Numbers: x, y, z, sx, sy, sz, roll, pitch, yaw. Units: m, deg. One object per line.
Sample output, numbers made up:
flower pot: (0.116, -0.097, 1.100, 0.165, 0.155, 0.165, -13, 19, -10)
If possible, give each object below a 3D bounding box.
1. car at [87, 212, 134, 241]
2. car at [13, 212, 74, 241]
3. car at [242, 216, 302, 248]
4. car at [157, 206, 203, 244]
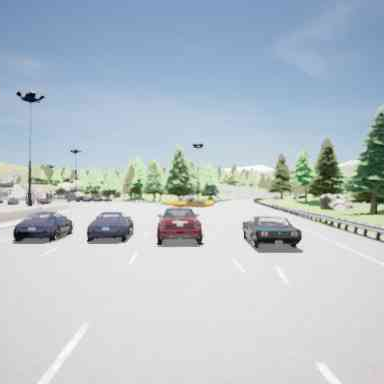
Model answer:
car: (-4.279, 1.750, 17.896, 1.994, 1.385, 4.181, 0, -1, -5)
car: (-7.782, 1.752, 17.799, 1.994, 1.385, 4.181, 0, -1, -5)
car: (3.541, 1.759, 15.646, 1.895, 1.301, 4.718, 0, -1, 1)
car: (-0.700, 1.526, 17.017, 2.097, 1.767, 4.553, 0, -1, -4)
